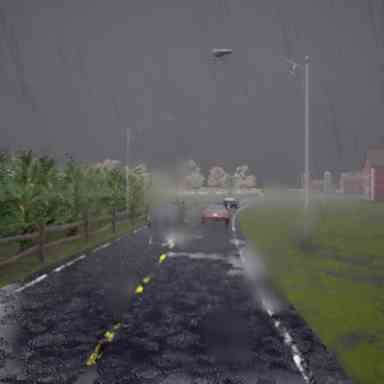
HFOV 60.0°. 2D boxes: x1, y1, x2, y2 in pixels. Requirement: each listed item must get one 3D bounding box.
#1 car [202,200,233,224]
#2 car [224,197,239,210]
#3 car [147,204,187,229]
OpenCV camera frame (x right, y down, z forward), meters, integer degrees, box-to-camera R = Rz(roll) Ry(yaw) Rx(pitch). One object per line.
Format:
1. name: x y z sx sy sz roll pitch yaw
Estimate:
1. car: 1.864 1.535 24.903 1.994 1.385 4.181 0 0 7
2. car: 4.986 1.396 42.635 1.882 1.535 5.008 0 0 12
3. car: -1.483 1.515 21.726 2.033 1.411 5.357 0 0 6
